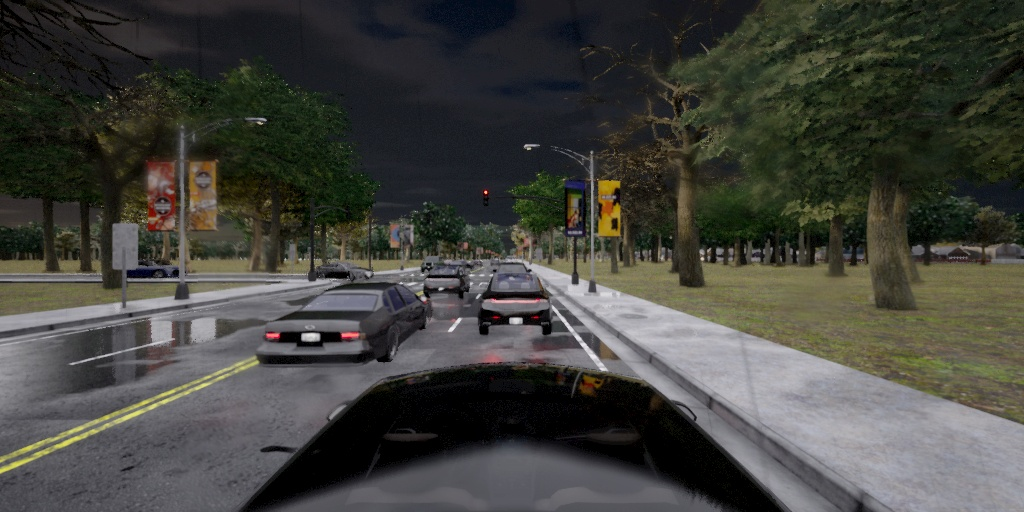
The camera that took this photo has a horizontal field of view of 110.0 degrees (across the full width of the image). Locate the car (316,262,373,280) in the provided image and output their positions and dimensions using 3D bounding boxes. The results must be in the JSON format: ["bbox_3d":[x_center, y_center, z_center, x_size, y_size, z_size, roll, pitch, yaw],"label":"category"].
[{"bbox_3d":[-13.358,1.238,28.676,4.902,1.511,2.128,0,0,21],"label":"car"}]

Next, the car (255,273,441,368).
[{"bbox_3d":[-3.154,1.297,8.040,2.033,1.411,5.357,0,0,-1],"label":"car"}]

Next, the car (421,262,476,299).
[{"bbox_3d":[-3.178,1.243,18.091,2.128,1.511,4.902,0,0,-2],"label":"car"}]

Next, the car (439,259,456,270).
[{"bbox_3d":[-9.972,1.247,55.775,1.882,1.535,5.008,0,0,0],"label":"car"}]

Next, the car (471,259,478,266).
[{"bbox_3d":[-6.720,1.368,53.563,1.895,1.301,4.718,0,0,0],"label":"car"}]

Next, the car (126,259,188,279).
[{"bbox_3d":[-29.862,1.073,29.889,4.553,1.767,2.097,0,0,0],"label":"car"}]

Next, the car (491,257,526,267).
[{"bbox_3d":[0.020,1.104,19.431,2.097,1.767,4.553,0,0,0],"label":"car"}]

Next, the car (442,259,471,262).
[{"bbox_3d":[-6.701,1.308,43.711,2.033,1.411,5.357,0,0,0],"label":"car"}]

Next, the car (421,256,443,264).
[{"bbox_3d":[-9.942,0.983,45.498,2.150,2.045,5.566,0,0,0],"label":"car"}]

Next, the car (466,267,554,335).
[{"bbox_3d":[0.080,1.242,10.457,2.128,1.511,4.902,0,0,0],"label":"car"}]
